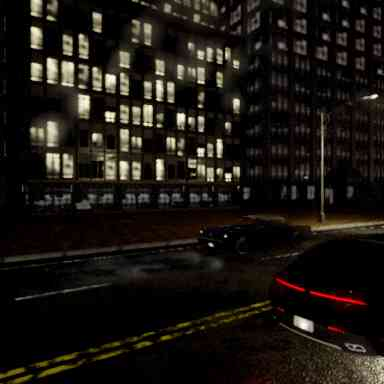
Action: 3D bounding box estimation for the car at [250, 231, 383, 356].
[{"bbox_3d":[3.476,1.500,5.789,4.892,1.490,1.837,0,0,-34],"label":"car"}]

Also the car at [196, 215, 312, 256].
[{"bbox_3d":[2.529,1.589,13.179,4.718,1.301,1.895,0,0,-34],"label":"car"}]
